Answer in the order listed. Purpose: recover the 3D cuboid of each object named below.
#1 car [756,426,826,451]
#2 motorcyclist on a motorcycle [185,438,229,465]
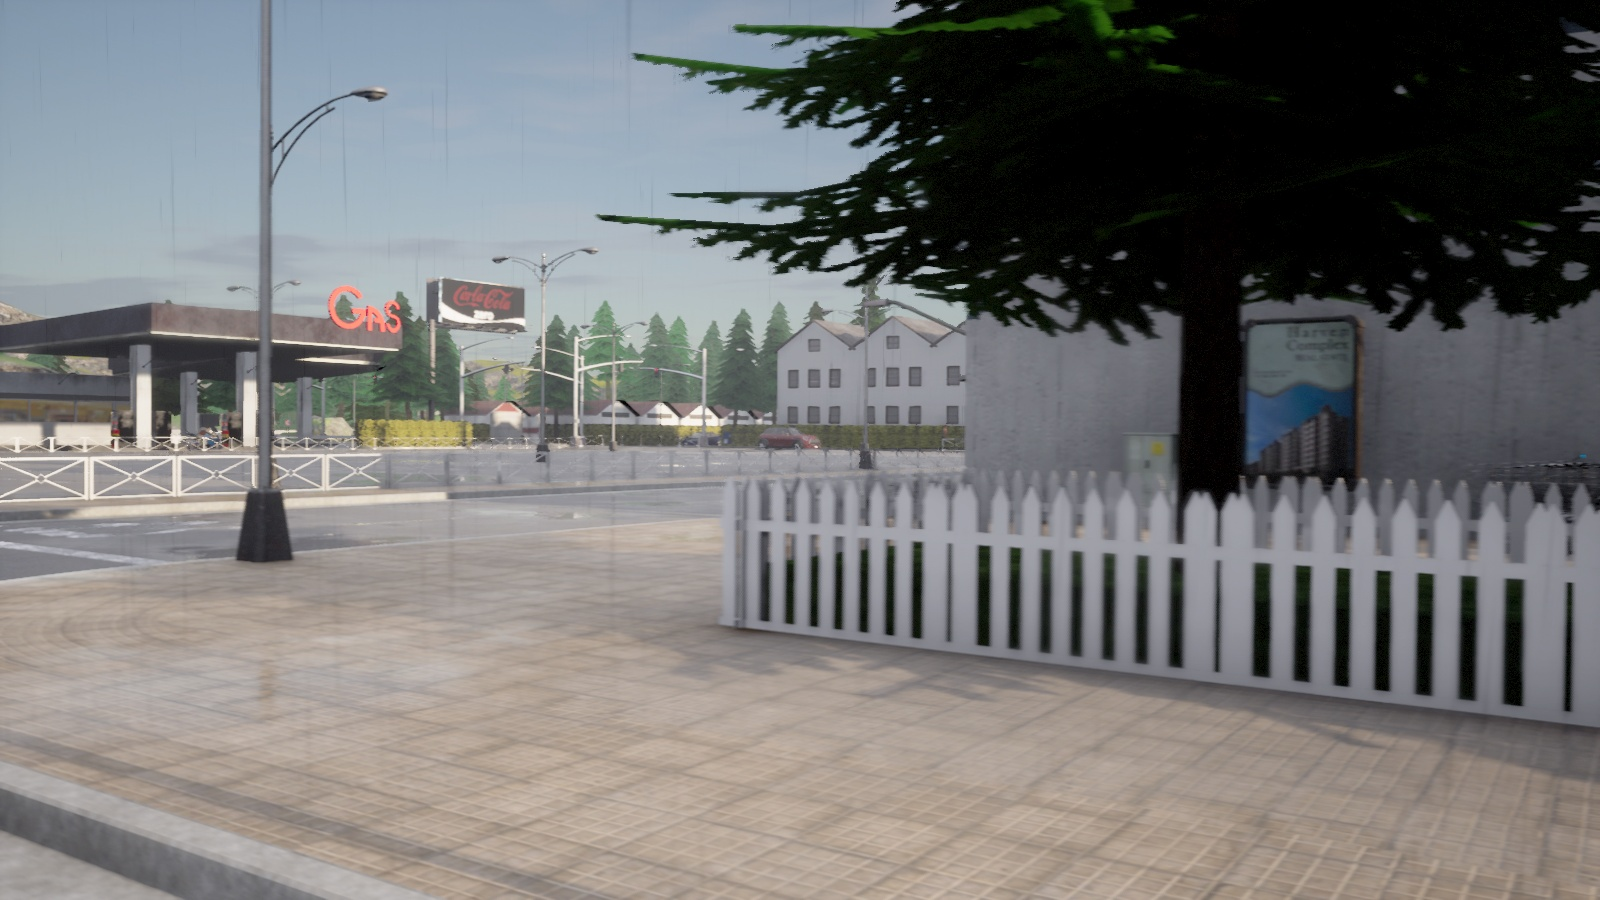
[{"bbox_3d":[-0.656,-0.806,88.620,4.553,1.767,2.097,0,1,34],"label":"car"},{"bbox_3d":[-35.105,0.069,74.357,0.866,1.530,2.191,0,1,35],"label":"motorcyclist on a motorcycle"}]
